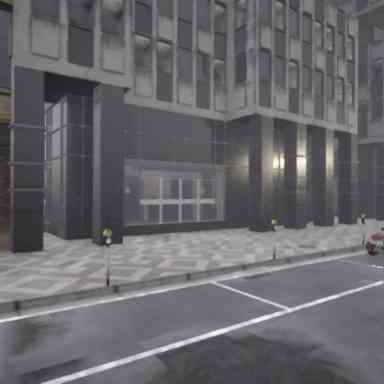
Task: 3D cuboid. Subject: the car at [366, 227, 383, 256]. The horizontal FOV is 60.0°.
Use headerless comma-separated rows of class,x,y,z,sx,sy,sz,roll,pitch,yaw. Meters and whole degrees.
car,8.273,1.711,12.541,4.206,1.307,1.802,1,-1,-35
